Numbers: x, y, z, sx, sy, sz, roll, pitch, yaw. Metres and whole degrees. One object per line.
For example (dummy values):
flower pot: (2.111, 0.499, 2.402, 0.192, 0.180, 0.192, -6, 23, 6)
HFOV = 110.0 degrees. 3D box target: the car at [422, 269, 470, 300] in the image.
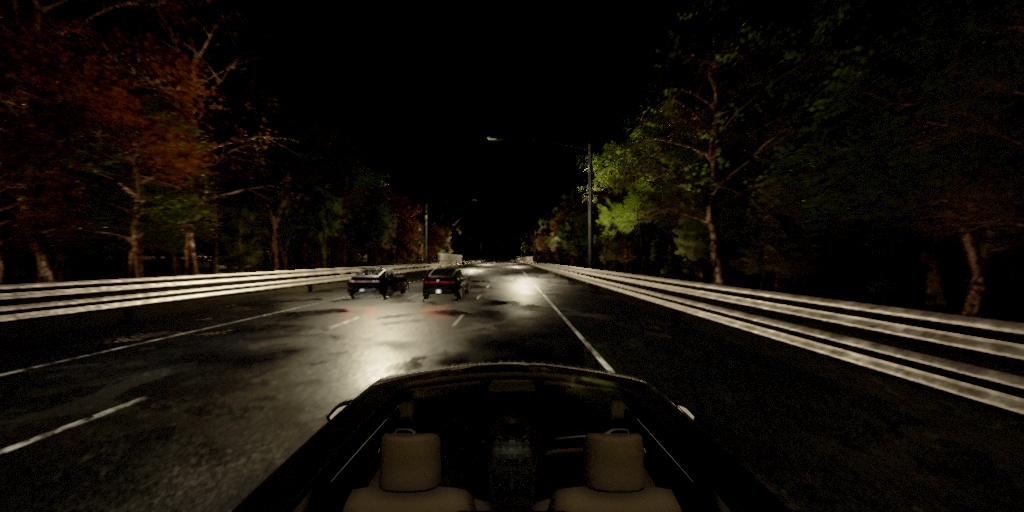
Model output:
car: (-3.397, 1.410, 19.004, 1.837, 1.490, 4.892, 0, -1, 0)

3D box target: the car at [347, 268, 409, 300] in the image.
car: (-6.897, 1.396, 18.907, 2.128, 1.511, 4.902, 0, -1, 0)
